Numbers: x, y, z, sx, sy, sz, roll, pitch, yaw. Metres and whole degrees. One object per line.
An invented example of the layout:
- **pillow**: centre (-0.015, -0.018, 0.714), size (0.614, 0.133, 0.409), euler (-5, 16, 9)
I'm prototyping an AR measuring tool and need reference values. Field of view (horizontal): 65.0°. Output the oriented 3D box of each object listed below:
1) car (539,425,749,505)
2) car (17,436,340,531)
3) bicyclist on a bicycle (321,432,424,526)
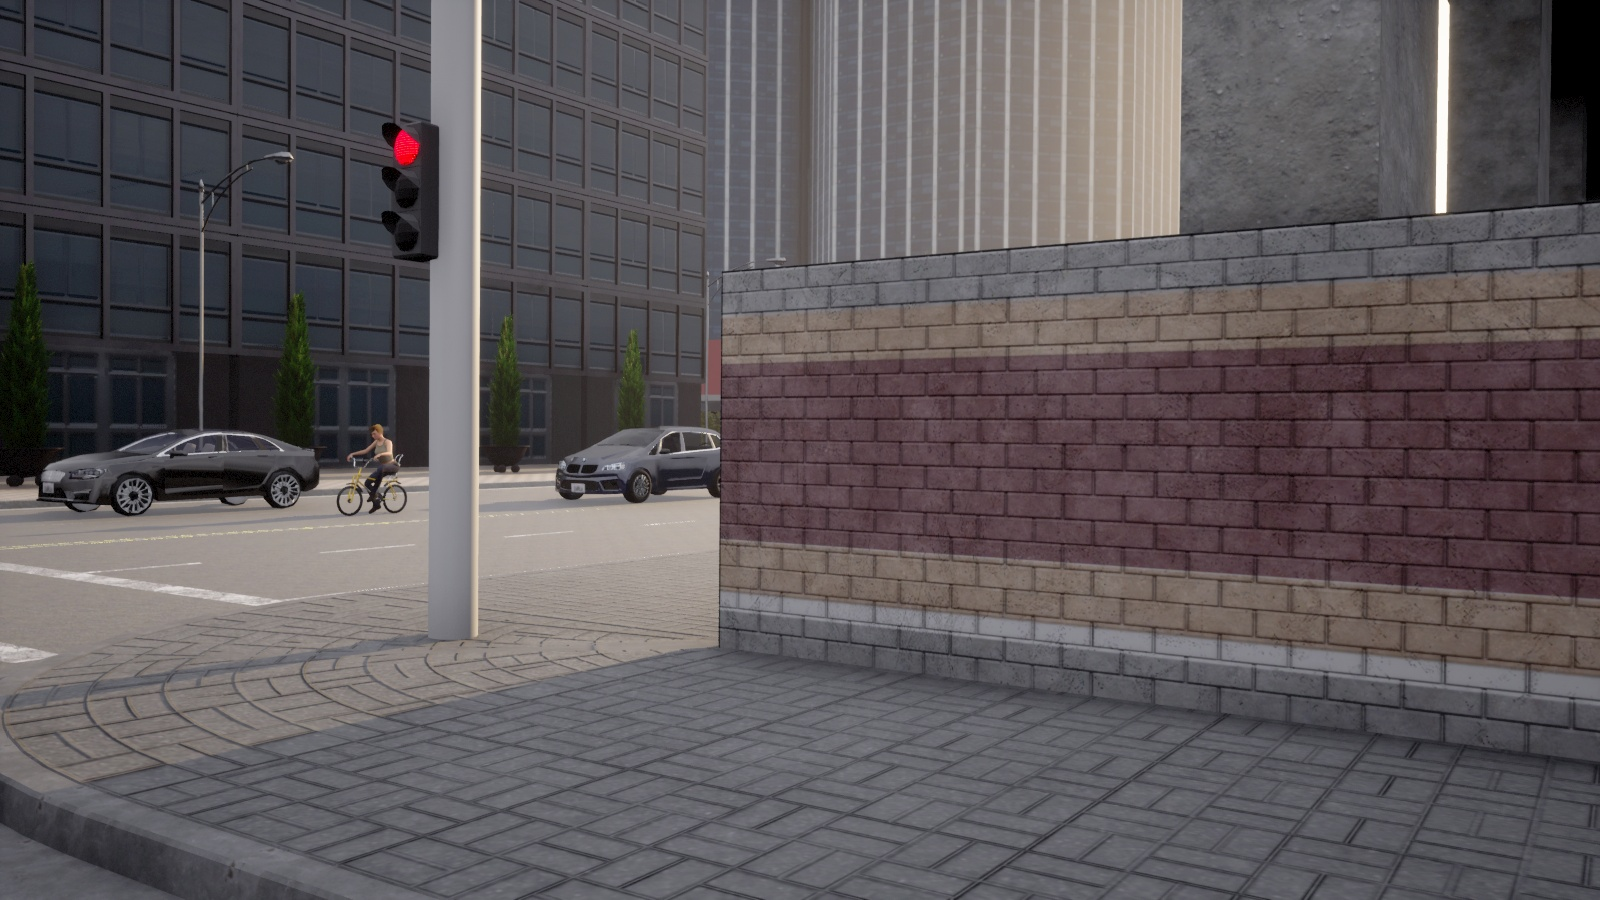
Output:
- **car**: centre (-3.441, 0.272, 28.584), size (2.242, 1.667, 4.611), euler (0, 1, 34)
- **car**: centre (-11.276, 0.529, 23.165), size (2.128, 1.511, 4.902), euler (0, 1, 34)
- **bicyclist on a bicycle**: centre (-7.597, 0.487, 22.361), size (0.866, 1.612, 1.509), euler (0, 1, 34)
